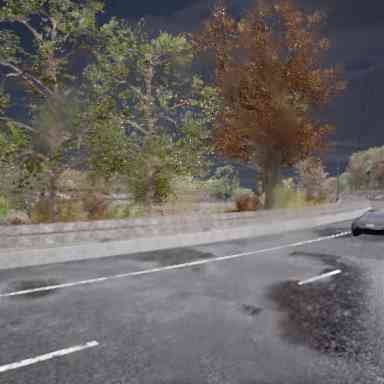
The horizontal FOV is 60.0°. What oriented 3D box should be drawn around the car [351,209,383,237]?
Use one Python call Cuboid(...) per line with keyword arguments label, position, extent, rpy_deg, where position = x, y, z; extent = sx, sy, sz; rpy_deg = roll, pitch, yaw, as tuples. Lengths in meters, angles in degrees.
Cuboid(label="car", position=(10.000, 1.589, 17.455), extent=(1.994, 1.385, 4.181), rpy_deg=(0, 0, 45))
